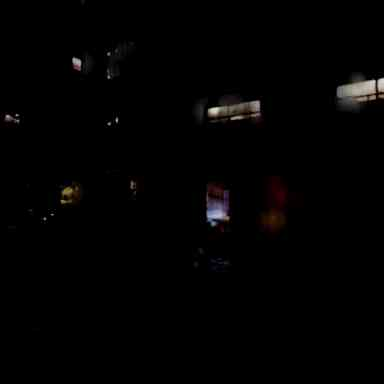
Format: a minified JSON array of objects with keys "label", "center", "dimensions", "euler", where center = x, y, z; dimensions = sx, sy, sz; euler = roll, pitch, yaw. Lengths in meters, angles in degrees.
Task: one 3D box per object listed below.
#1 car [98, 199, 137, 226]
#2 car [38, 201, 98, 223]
[{"label":"car","center":[-3.360,1.326,21.119],"dimensions":[2.008,1.369,4.403],"euler":[1,1,36]},{"label":"car","center":[-8.065,1.336,23.872],"dimensions":[2.033,1.411,5.357],"euler":[0,1,36]}]
